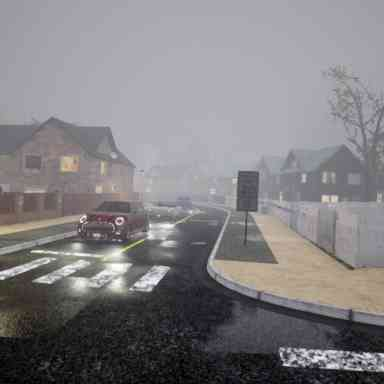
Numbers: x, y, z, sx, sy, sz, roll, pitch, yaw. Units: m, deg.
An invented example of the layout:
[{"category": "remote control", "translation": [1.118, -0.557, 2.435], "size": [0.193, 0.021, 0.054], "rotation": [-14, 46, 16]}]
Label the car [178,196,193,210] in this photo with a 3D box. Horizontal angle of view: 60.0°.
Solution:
[{"category": "car", "translation": [-1.001, 1.277, 40.783], "size": [1.882, 1.535, 5.008], "rotation": [2, 0, -4]}]

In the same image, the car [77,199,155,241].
[{"category": "car", "translation": [-3.487, 1.157, 15.584], "size": [2.097, 1.767, 4.553], "rotation": [3, 0, 8]}]

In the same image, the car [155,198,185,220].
[{"category": "car", "translation": [-2.083, 1.400, 25.955], "size": [1.895, 1.301, 4.718], "rotation": [3, 0, 7]}]
